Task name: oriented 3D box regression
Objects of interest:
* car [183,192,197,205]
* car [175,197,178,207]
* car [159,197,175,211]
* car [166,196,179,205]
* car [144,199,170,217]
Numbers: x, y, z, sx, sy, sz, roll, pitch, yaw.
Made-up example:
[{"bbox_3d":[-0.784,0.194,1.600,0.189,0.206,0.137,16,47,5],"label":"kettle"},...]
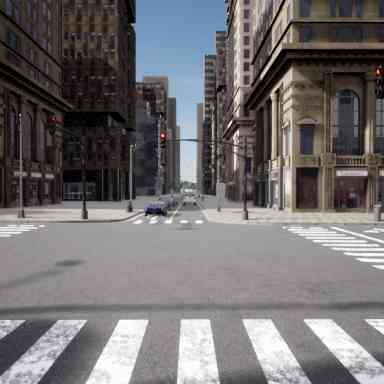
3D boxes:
[{"bbox_3d":[-0.380,1.210,58.558,2.150,2.045,5.566,0,0,0],"label":"car"},{"bbox_3d":[-3.509,1.514,50.320,1.812,1.442,4.674,0,0,-1],"label":"car"},{"bbox_3d":[-3.448,1.495,40.973,1.837,1.490,4.892,0,0,-1],"label":"car"},{"bbox_3d":[-3.551,1.535,60.951,2.033,1.411,5.357,0,0,0],"label":"car"},{"bbox_3d":[-3.369,1.593,31.612,1.895,1.301,4.718,0,0,-1],"label":"car"}]
